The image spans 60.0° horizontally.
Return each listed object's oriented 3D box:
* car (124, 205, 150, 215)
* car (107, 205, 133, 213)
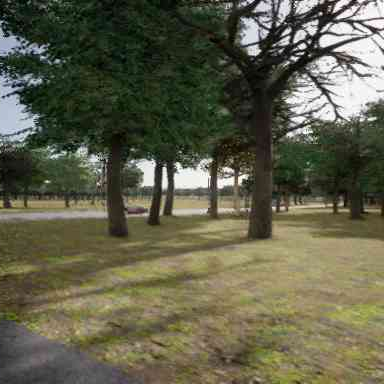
[{"bbox_3d":[-9.408,3.217,58.729,1.994,1.385,4.181,1,-1,36],"label":"car"},{"bbox_3d":[-13.887,3.226,64.487,1.895,1.301,4.718,1,-1,36],"label":"car"}]
